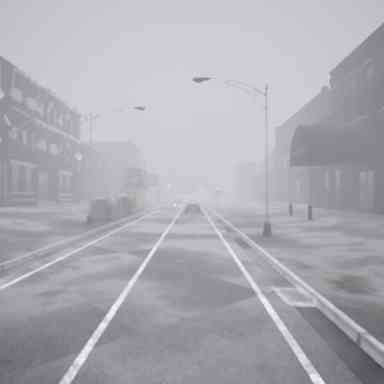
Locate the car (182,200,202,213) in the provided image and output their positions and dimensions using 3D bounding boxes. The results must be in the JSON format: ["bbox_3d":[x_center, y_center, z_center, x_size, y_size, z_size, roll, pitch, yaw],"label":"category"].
[{"bbox_3d":[0.099,1.713,39.615,1.812,1.442,4.674,0,0,0],"label":"car"}]

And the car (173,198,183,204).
[{"bbox_3d":[-2.978,1.894,70.857,1.994,1.385,4.181,0,0,0],"label":"car"}]
